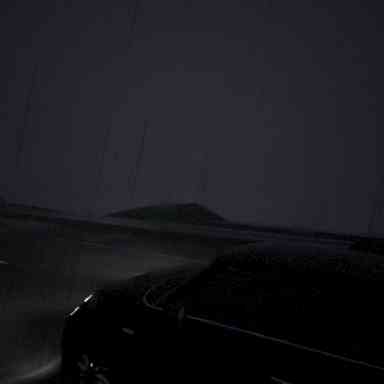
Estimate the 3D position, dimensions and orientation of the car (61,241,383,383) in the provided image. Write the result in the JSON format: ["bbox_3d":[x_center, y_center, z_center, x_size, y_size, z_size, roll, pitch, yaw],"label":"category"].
[{"bbox_3d":[0.761,1.321,3.326,4.553,1.767,2.097,2,1,34],"label":"car"}]

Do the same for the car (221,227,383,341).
[{"bbox_3d":[3.068,1.577,6.017,4.718,1.301,1.895,2,1,35],"label":"car"}]
